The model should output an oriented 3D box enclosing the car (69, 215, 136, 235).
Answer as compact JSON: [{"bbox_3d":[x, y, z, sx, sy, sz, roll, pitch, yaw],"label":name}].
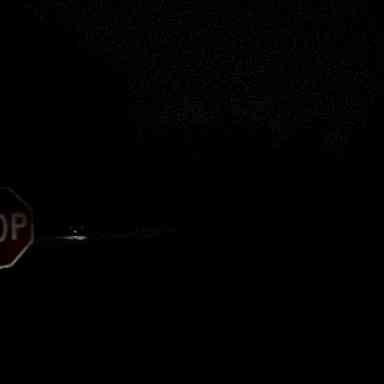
[{"bbox_3d":[-6.792,2.527,25.885,2.033,1.411,5.357,-4,-5,35],"label":"car"}]
